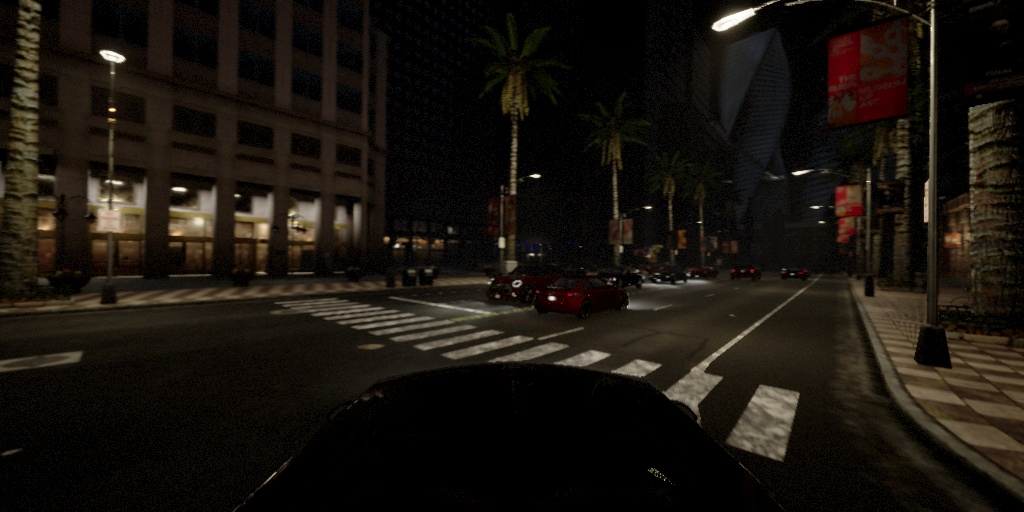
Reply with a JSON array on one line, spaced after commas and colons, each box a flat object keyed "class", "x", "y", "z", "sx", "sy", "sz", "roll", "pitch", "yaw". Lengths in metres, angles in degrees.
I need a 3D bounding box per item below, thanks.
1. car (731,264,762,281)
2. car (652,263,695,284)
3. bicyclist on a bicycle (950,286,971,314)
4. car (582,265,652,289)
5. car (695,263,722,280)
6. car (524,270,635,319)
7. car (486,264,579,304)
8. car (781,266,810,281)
[{"class": "car", "x": 24.079, "y": 1.552, "z": 36.785, "sx": 2.097, "sy": 1.767, "sz": 4.553, "roll": 1, "pitch": 0, "yaw": 42}, {"class": "car", "x": 13.639, "y": 1.587, "z": 30.850, "sx": 2.033, "sy": 1.411, "sz": 5.357, "roll": 1, "pitch": 0, "yaw": 43}, {"class": "bicyclist on a bicycle", "x": 16.238, "y": 1.304, "z": 12.254, "sx": 1.656, "sy": 1.620, "sz": 0.582, "roll": 0, "pitch": -1, "yaw": 42}, {"class": "car", "x": 7.034, "y": 1.417, "z": 23.648, "sx": 2.128, "sy": 1.511, "sz": 4.902, "roll": 1, "pitch": 0, "yaw": 42}, {"class": "car", "x": 20.334, "y": 1.756, "z": 38.111, "sx": 1.895, "sy": 1.301, "sz": 4.718, "roll": 1, "pitch": 0, "yaw": 43}, {"class": "car", "x": 2.663, "y": 1.393, "z": 13.357, "sx": 1.994, "sy": 1.385, "sz": 4.181, "roll": 1, "pitch": 0, "yaw": 42}, {"class": "car", "x": 0.895, "y": 1.172, "z": 16.943, "sx": 2.097, "sy": 1.767, "sz": 4.553, "roll": 1, "pitch": 0, "yaw": 43}, {"class": "car", "x": 29.995, "y": 1.846, "z": 38.119, "sx": 1.994, "sy": 1.385, "sz": 4.181, "roll": 1, "pitch": 0, "yaw": 42}]
